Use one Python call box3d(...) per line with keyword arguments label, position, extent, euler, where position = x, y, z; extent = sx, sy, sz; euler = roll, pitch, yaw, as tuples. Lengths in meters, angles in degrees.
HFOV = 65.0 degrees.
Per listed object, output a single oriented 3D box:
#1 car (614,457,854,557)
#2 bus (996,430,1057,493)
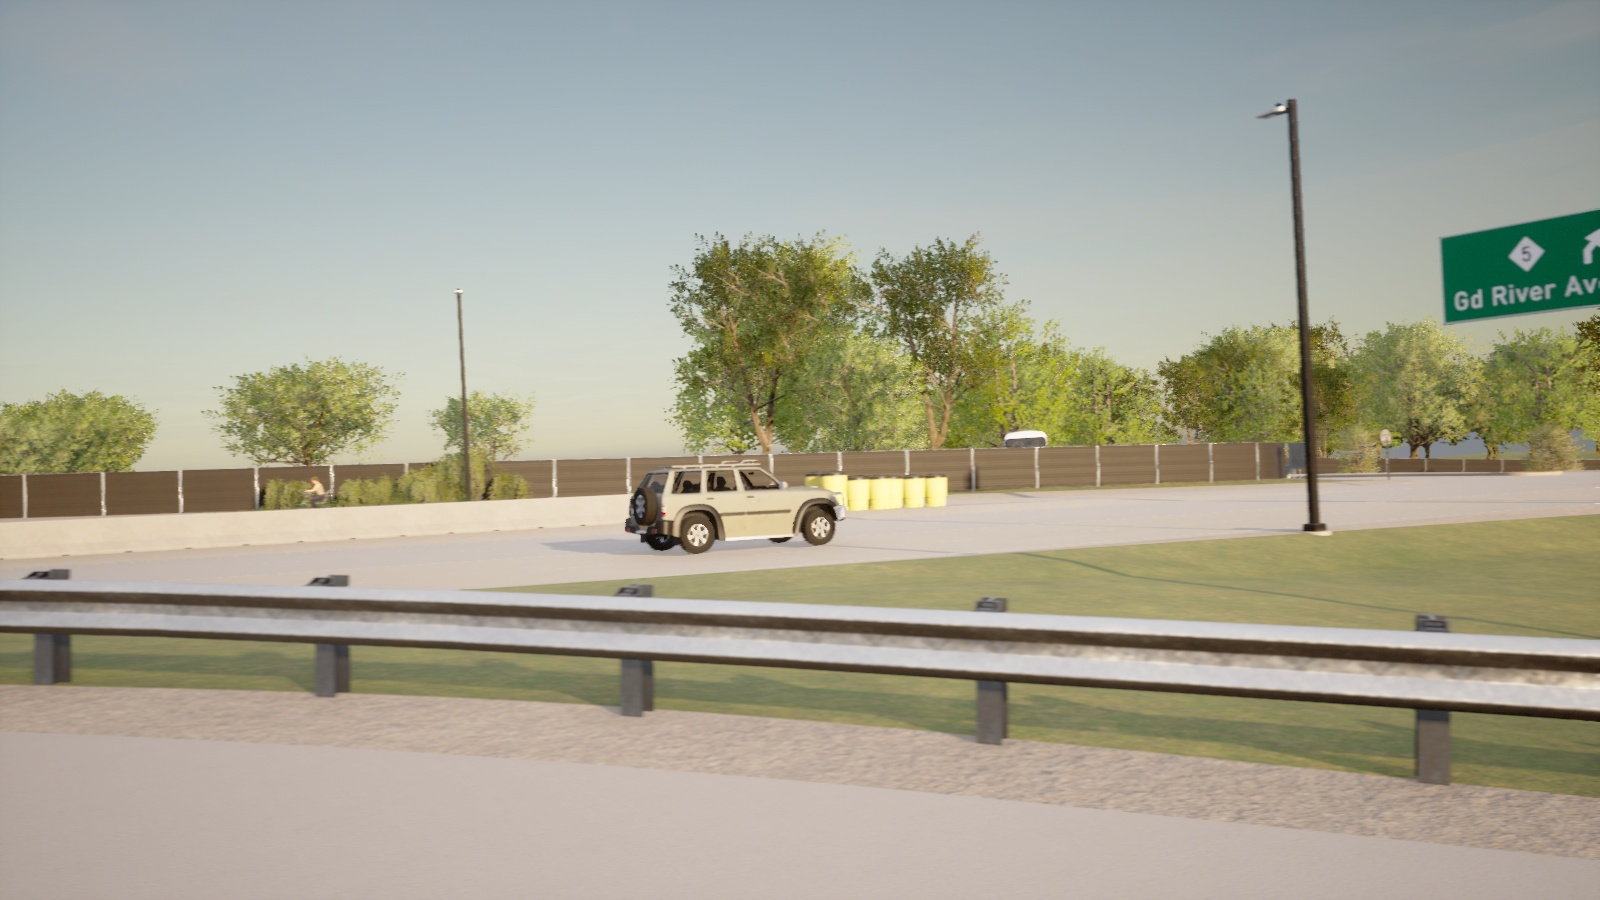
box3d(label="car", position=(-1.345, 1.140, 26.319), extent=(4.605, 1.855, 1.932), euler=(-1, -1, -31))
box3d(label="bus", position=(16.860, 0.876, 94.262), extent=(3.944, 4.253, 10.273), euler=(-3, -1, 8))
